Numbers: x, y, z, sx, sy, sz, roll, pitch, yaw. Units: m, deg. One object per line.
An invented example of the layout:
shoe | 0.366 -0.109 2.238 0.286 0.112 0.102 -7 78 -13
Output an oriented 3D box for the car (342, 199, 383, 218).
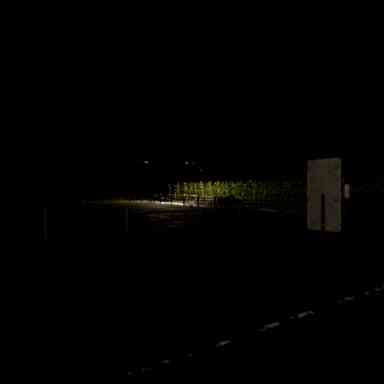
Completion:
car | 15.393 1.394 29.122 2.128 1.511 4.902 0 0 -31

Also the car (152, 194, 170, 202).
car | -5.863 1.137 62.670 1.837 1.490 4.892 0 0 -32

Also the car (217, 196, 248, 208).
car | 5.399 1.260 44.748 2.128 1.511 4.902 0 0 -33
